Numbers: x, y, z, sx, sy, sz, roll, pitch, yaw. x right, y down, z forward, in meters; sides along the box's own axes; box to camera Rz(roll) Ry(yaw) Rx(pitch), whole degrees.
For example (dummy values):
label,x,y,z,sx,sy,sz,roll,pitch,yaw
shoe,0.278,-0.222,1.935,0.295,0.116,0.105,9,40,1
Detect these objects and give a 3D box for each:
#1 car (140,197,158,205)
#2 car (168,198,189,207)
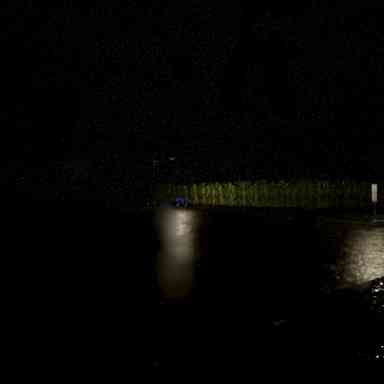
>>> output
label,x,y,z,sx,sy,sz,roll,pitch,yaw
car,-8.371,1.710,64.558,1.837,1.490,4.892,-1,0,-36
car,-2.295,1.690,56.362,1.812,1.442,4.674,-1,0,-36
